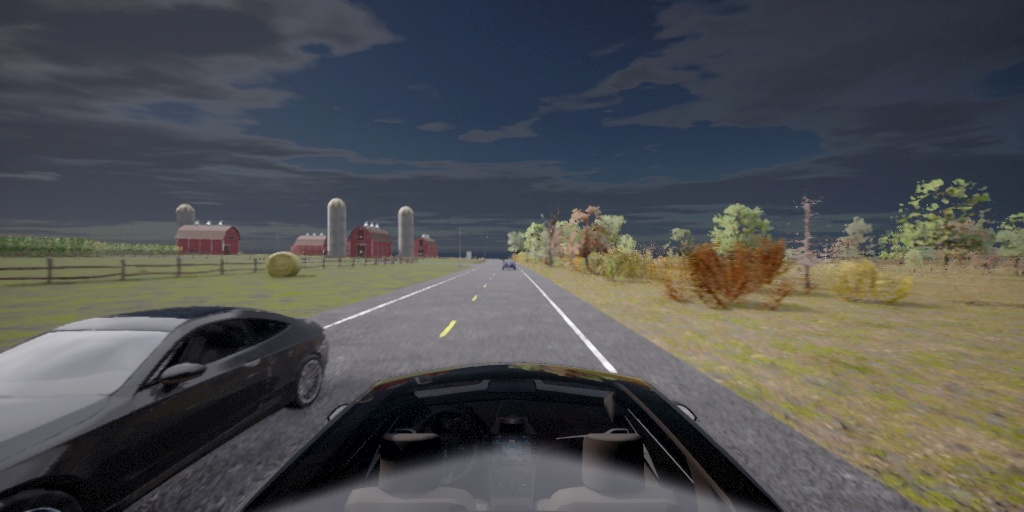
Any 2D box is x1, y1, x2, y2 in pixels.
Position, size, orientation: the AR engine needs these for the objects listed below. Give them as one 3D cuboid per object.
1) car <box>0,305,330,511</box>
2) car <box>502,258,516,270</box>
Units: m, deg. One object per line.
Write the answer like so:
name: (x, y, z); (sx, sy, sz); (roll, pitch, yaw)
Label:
car: (-3.568, 1.280, 3.468); (1.812, 1.442, 4.674); (0, 0, 0)
car: (-0.439, 1.171, 54.351); (2.097, 1.767, 4.553); (0, 0, -1)
